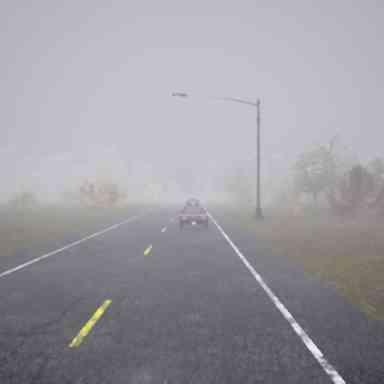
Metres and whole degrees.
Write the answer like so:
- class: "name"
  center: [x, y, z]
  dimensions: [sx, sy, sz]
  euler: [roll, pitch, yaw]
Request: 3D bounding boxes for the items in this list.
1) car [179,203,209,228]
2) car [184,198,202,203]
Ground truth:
- class: "car"
  center: [0.120, 1.685, 23.162]
  dimensions: [1.895, 1.301, 4.718]
  euler: [0, 0, 0]
- class: "car"
  center: [0.134, 1.504, 41.533]
  dimensions: [2.097, 1.767, 4.553]
  euler: [0, 0, 0]
